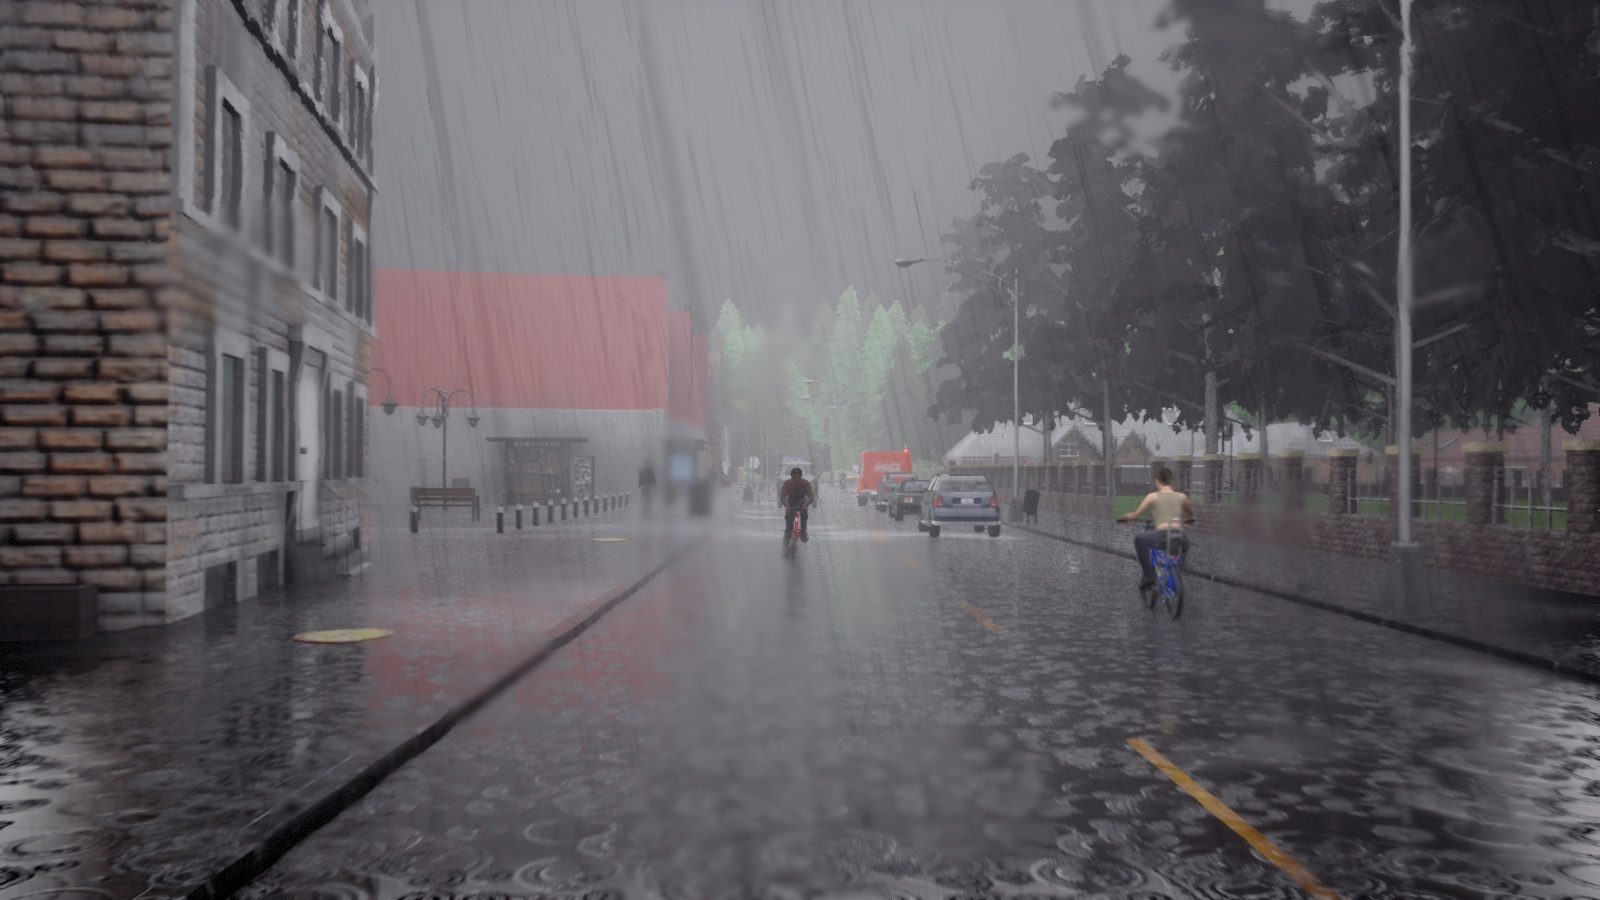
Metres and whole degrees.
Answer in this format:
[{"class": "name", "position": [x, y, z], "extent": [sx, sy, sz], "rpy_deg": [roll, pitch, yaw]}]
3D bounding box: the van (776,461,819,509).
[{"class": "van", "position": [-0.096, 1.475, 54.190], "extent": [1.775, 1.987, 4.442], "rpy_deg": [0, -1, 0]}]

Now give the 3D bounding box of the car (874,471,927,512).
[{"class": "car", "position": [3.911, 1.604, 49.391], "extent": [1.789, 1.549, 3.705], "rpy_deg": [0, -1, 0]}]

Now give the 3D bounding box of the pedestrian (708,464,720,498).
[{"class": "pedestrian", "position": [-4.609, 1.675, 67.646], "extent": [0.402, 1.842, 0.726], "rpy_deg": [-1, -1, 18]}]

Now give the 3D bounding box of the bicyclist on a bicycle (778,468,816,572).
[{"class": "bicyclist on a bicycle", "position": [-0.050, 1.111, 20.516], "extent": [0.582, 1.620, 1.656], "rpy_deg": [0, -1, 0]}]

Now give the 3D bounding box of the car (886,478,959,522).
[{"class": "car", "position": [3.920, 1.584, 40.867], "extent": [1.895, 1.301, 4.718], "rpy_deg": [0, -1, 0]}]

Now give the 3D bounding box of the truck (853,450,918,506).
[{"class": "truck", "position": [3.900, 1.286, 58.157], "extent": [2.627, 2.467, 5.204], "rpy_deg": [0, -1, 0]}]

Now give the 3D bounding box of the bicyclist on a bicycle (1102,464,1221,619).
[{"class": "bicyclist on a bicycle", "position": [3.961, 0.968, 13.891], "extent": [0.866, 1.612, 1.509], "rpy_deg": [0, -1, 0]}]

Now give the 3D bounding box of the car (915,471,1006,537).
[{"class": "car", "position": [3.928, 1.302, 31.308], "extent": [1.789, 1.549, 3.705], "rpy_deg": [0, -1, 0]}]

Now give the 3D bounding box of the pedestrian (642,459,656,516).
[{"class": "pedestrian", "position": [-4.936, 1.230, 40.970], "extent": [0.431, 1.840, 0.703], "rpy_deg": [0, -1, -5]}]
